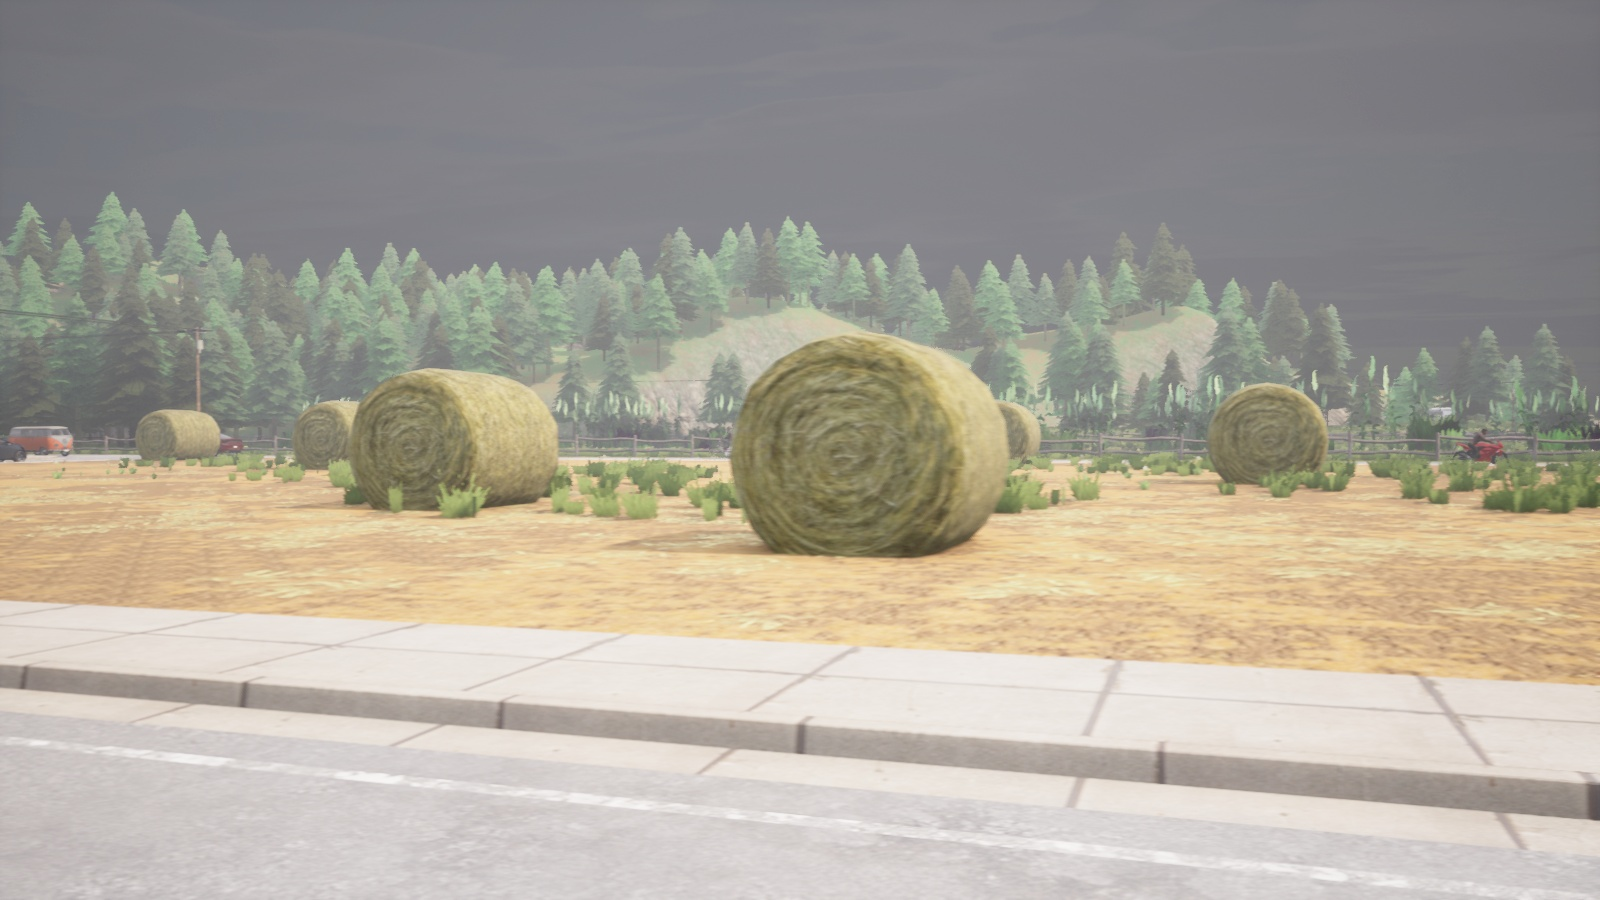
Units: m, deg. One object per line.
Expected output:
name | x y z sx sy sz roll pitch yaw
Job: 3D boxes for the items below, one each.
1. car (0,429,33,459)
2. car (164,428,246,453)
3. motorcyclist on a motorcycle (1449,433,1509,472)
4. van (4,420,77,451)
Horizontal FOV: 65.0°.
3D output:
car | -41.388 -0.312 63.904 1.845 1.501 3.633 1 1 20
car | -38.608 -0.650 81.477 5.008 1.535 1.882 1 1 22
motorcyclist on a motorcycle | 27.289 0.094 50.508 2.044 1.523 0.797 1 1 22
van | -49.760 -0.934 82.289 4.442 1.987 1.775 1 1 22
